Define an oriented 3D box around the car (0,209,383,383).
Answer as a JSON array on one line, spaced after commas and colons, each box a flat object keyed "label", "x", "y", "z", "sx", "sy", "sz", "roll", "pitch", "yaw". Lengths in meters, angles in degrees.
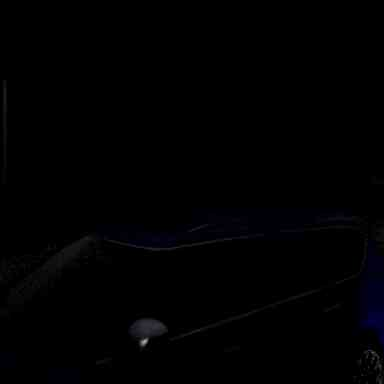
[{"label": "car", "x": -0.212, "y": 1.231, "z": 3.105, "sx": 5.566, "sy": 2.045, "sz": 2.150, "roll": 0, "pitch": 0, "yaw": -36}]
